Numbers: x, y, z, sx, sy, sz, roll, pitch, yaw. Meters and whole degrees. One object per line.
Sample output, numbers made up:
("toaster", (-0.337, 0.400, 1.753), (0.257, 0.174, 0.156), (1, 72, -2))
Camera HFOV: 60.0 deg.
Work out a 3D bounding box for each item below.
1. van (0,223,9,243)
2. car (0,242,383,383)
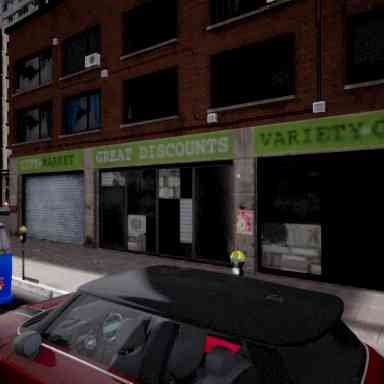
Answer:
("van", (-5.087, 1.343, 6.361), (3.998, 1.788, 1.690), (0, 0, 36))
("car", (-0.457, 1.440, 3.053), (4.097, 1.590, 1.967), (0, 0, 36))
